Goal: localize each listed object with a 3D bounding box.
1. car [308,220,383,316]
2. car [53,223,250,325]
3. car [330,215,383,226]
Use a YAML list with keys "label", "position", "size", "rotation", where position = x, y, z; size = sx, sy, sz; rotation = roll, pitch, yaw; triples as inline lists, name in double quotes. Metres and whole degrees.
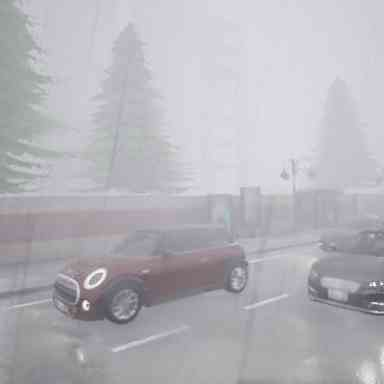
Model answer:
- label: "car"
  position: [4.571, 1.622, 7.619]
  size: [4.902, 1.511, 2.128]
  rotation: [0, -2, -39]
- label: "car"
  position: [-0.777, 1.603, 7.836]
  size: [4.553, 1.767, 2.097]
  rotation: [0, -2, -39]
- label: "car"
  position: [7.328, 1.767, 14.282]
  size: [4.892, 1.490, 1.837]
  rotation: [0, -2, -39]
